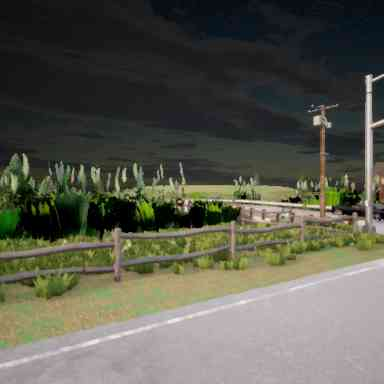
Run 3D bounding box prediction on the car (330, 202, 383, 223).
[{"bbox_3d":[12.992,1.428,25.138,1.895,1.301,4.718,0,3,-34],"label":"car"}]
